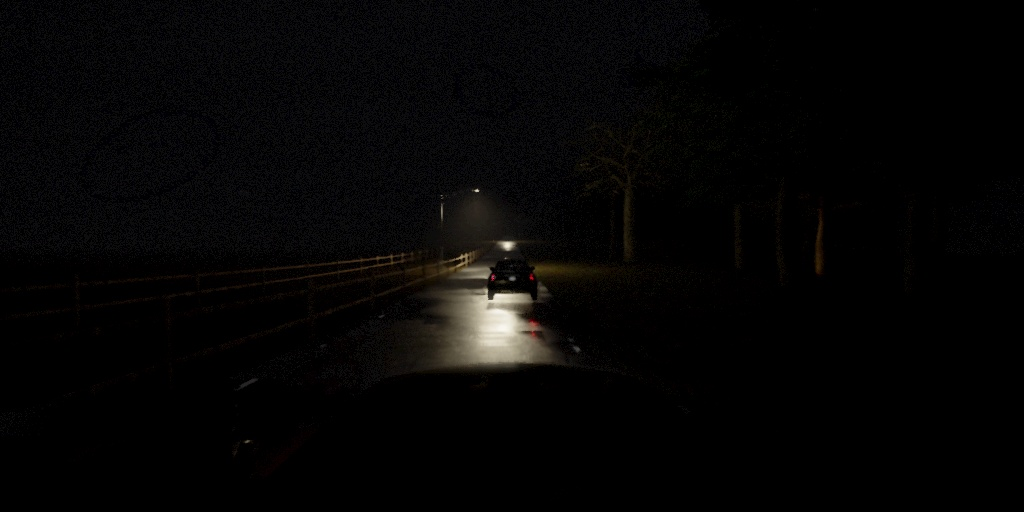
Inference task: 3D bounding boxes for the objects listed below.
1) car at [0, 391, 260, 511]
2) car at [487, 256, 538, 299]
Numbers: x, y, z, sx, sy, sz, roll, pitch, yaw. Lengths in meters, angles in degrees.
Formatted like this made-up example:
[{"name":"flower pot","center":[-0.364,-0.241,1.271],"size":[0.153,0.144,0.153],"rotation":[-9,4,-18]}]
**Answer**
[{"name":"car","center":[-2.771,1.345,0.223],"size":[2.033,1.411,5.357],"rotation":[-1,1,0]},{"name":"car","center":[0.018,0.886,16.605],"size":[2.097,1.767,4.553],"rotation":[-1,1,0]}]
